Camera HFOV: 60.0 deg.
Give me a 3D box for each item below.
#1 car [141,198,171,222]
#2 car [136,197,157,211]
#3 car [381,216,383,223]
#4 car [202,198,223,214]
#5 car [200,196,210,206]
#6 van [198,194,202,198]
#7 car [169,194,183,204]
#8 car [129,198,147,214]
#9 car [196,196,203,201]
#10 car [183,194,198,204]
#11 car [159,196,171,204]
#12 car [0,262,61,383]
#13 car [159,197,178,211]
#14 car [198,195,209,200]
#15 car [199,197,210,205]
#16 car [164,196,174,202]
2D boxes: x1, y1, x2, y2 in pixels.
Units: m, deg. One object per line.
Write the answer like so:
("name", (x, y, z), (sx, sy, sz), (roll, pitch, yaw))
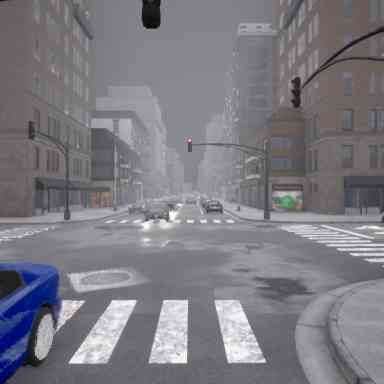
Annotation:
("car", (-2.809, 1.530, 26.760), (1.837, 1.490, 4.892), (0, 0, -5))
("car", (-5.649, 1.490, 41.706), (1.967, 1.590, 4.097), (0, 0, 0))
("car", (14.200, 1.511, 20.692), (4.181, 1.385, 1.994), (0, 0, 0))
("car", (2.365, 1.606, 36.178), (1.947, 1.339, 4.313), (0, 0, 0))
("car", (2.387, 1.641, 47.201), (1.802, 1.307, 4.206), (0, 0, 0))
("van", (2.409, 1.424, 58.222), (1.690, 1.788, 3.998), (0, 0, 0))
("car", (-2.981, 1.667, 65.779), (1.994, 1.385, 4.181), (0, 0, 1))
("car", (-5.660, 1.480, 36.195), (1.967, 1.590, 4.097), (0, 0, 0))
("car", (2.063, 1.698, 90.147), (1.812, 1.442, 4.674), (0, 0, 0))
("car", (-0.217, 1.661, 63.746), (1.994, 1.385, 4.181), (0, 0, 0))
("car", (-5.594, 1.552, 69.260), (1.967, 1.590, 4.097), (0, 0, 0))
("car", (-2.866, 1.477, 2.932), (1.882, 1.535, 5.008), (0, 0, 0))
("car", (-3.112, 1.651, 42.161), (1.895, 1.301, 4.718), (0, 0, 0))
("car", (2.398, 1.637, 52.711), (1.947, 1.339, 4.313), (0, 0, 0))
("car", (2.420, 1.647, 63.733), (2.008, 1.369, 4.403), (0, 0, 0))
("car", (-5.572, 1.694, 80.281), (2.008, 1.369, 4.403), (0, 0, 0))
